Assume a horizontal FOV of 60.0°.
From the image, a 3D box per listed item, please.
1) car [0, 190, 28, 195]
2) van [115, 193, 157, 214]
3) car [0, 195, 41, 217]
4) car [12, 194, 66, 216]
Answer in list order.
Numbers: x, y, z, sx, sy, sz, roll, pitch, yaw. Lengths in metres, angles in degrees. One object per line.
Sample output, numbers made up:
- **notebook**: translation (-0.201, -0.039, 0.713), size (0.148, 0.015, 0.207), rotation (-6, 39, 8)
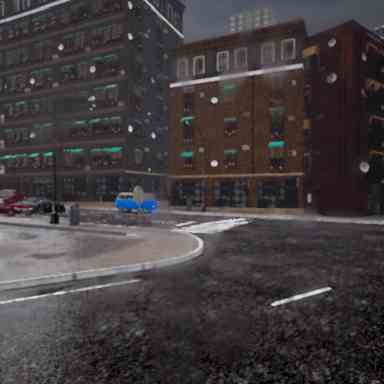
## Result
- **car**: translation (-20.407, 0.655, 37.214), size (5.009, 1.841, 2.192), rotation (1, -1, 25)
- **van**: translation (-5.070, 1.001, 30.130), size (3.998, 1.788, 1.690), rotation (1, -1, 25)
- **car**: translation (-13.795, 1.142, 24.923), size (4.206, 1.307, 1.802), rotation (1, -1, 25)
- **car**: translation (-12.317, 1.130, 27.080), size (4.181, 1.385, 1.994), rotation (1, 1, 25)
